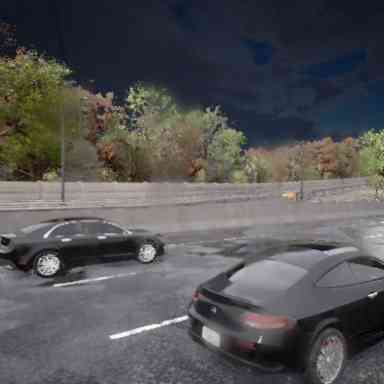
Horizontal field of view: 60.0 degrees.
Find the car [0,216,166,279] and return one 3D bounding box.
[{"bbox_3d":[-3.097,1.505,10.135,4.892,1.490,1.837,0,0,-35],"label":"car"}]

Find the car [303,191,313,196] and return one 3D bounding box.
[{"bbox_3d":[28.683,0.399,82.483,2.033,1.411,5.357,0,2,34],"label":"car"}]

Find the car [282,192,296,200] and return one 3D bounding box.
[{"bbox_3d":[20.132,0.773,69.172,1.882,1.535,5.008,0,1,31],"label":"car"}]

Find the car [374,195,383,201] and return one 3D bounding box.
[{"bbox_3d":[33.740,1.362,58.026,4.553,1.767,2.097,0,0,-35],"label":"car"}]

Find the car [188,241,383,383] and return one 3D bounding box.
[{"bbox_3d":[2.100,1.526,5.246,4.674,1.442,1.812,0,0,-35],"label":"car"}]
